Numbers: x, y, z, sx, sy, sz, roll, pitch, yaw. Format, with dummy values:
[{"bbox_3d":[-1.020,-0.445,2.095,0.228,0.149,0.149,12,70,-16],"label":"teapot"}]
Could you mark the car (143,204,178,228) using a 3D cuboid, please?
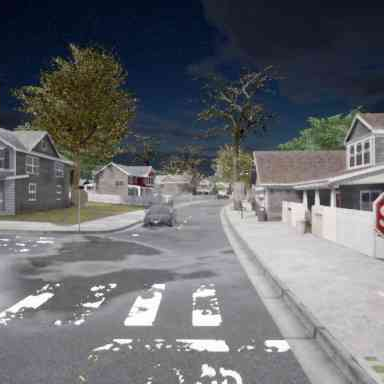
[{"bbox_3d":[-2.044,1.572,22.403,1.837,1.490,4.892,0,0,3],"label":"car"}]
